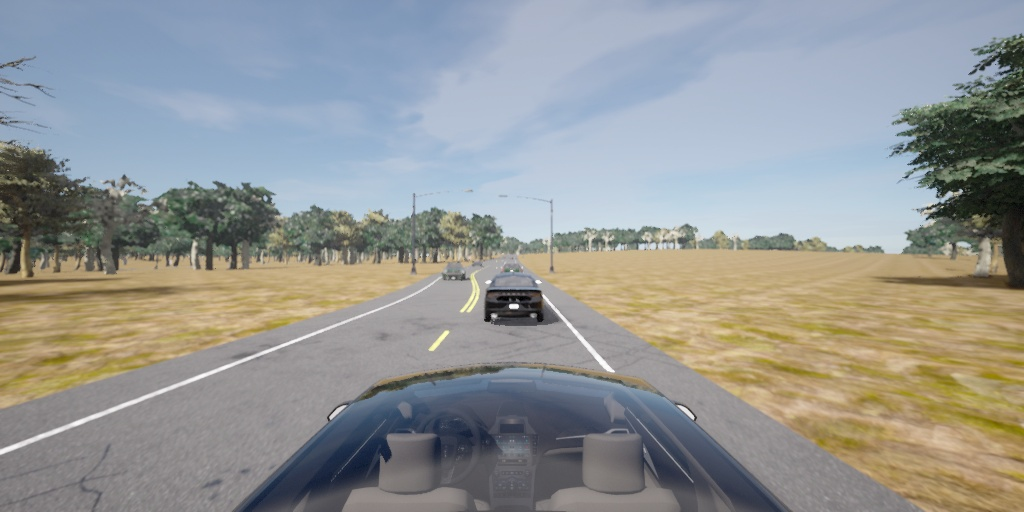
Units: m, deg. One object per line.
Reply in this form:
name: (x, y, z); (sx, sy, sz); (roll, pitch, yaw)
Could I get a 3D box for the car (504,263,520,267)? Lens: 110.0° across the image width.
car: (0.000, 1.398, 33.459); (2.097, 1.767, 4.553); (0, 0, 0)

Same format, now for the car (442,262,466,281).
car: (-5.472, 1.405, 34.106); (2.097, 1.767, 4.553); (0, 0, -7)

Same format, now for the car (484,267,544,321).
car: (0.056, 1.336, 12.995); (1.882, 1.535, 5.008); (0, 0, 0)
